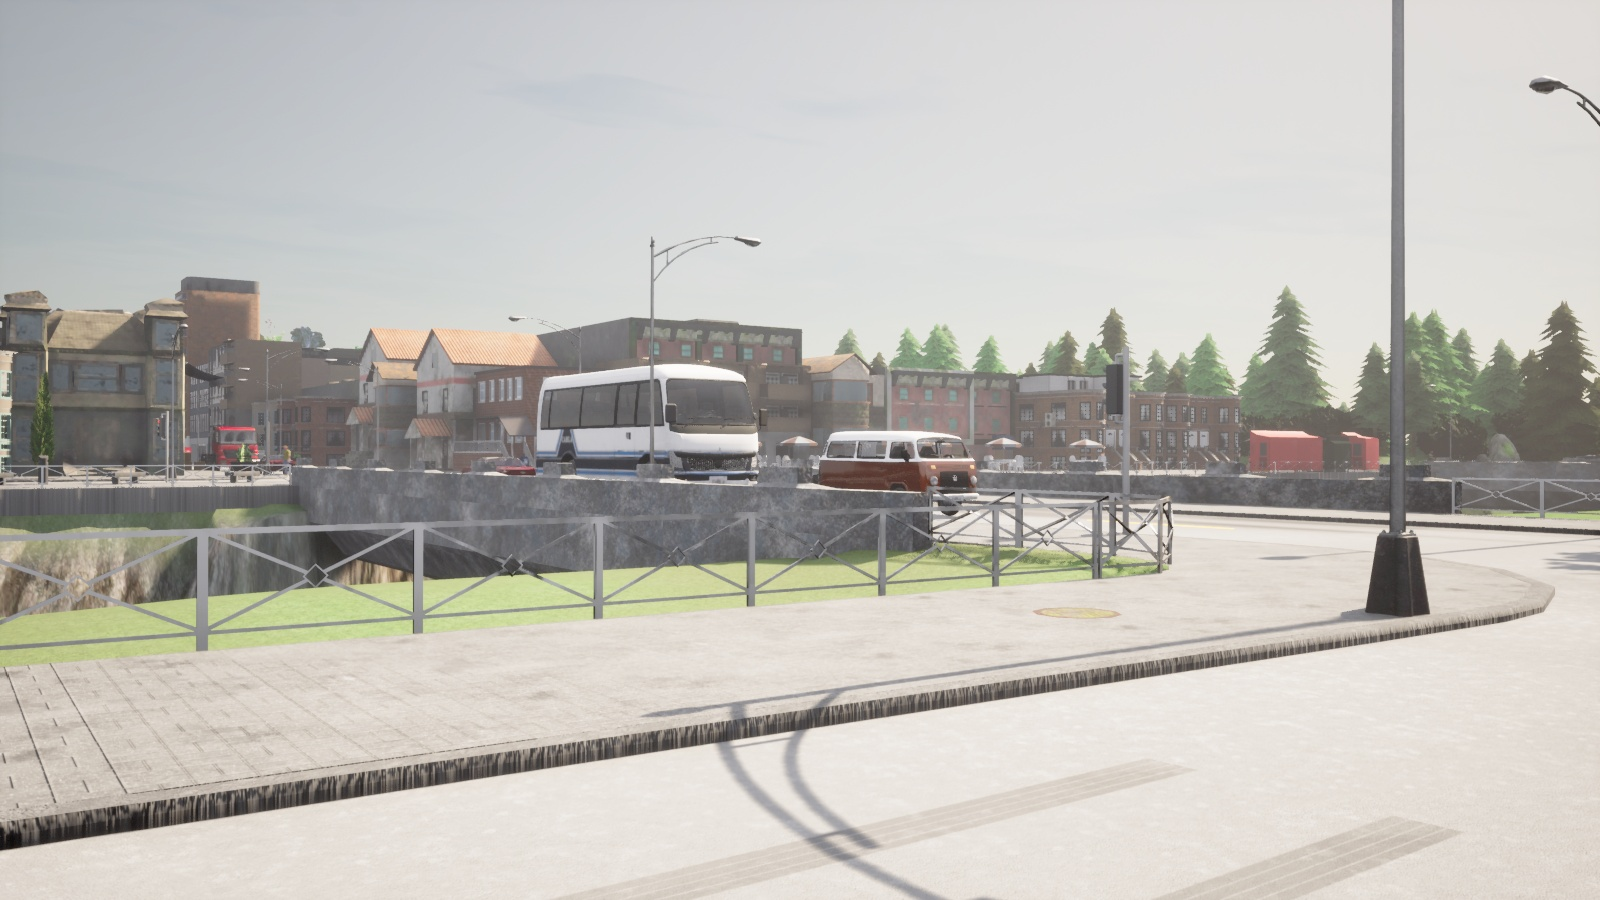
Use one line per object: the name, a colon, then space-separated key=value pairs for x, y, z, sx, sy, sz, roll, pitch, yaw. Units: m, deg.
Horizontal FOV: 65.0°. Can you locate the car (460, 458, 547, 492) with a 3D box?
car: x=-12.120 y=0.996 z=51.145 sx=1.895 sy=1.301 sz=4.718 roll=0 pitch=0 yaw=-34

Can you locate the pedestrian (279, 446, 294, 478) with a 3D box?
pedestrian: x=-29.754 y=0.700 z=72.788 sx=0.354 sy=1.836 sz=0.706 roll=0 pitch=0 yaw=40

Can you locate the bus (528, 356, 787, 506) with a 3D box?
bus: x=-4.950 y=-0.521 z=40.842 sx=3.944 sy=4.253 sz=10.273 roll=0 pitch=0 yaw=-35

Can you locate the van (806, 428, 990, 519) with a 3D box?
van: x=2.286 y=0.538 z=30.458 sx=2.069 sy=2.038 sz=4.480 roll=0 pitch=0 yaw=-35

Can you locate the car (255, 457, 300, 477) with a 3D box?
car: x=-34.913 y=1.124 z=83.837 sx=1.895 sy=1.301 sz=4.718 roll=0 pitch=0 yaw=-34
